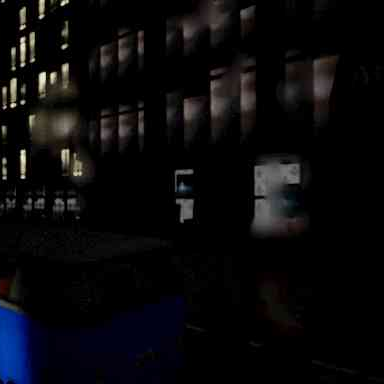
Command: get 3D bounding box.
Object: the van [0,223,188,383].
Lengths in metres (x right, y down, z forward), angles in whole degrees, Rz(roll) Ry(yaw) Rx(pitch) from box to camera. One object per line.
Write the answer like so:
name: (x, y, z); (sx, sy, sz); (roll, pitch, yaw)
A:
van: (-1.963, 1.364, 4.272); (3.998, 1.788, 1.690); (0, 0, 35)
